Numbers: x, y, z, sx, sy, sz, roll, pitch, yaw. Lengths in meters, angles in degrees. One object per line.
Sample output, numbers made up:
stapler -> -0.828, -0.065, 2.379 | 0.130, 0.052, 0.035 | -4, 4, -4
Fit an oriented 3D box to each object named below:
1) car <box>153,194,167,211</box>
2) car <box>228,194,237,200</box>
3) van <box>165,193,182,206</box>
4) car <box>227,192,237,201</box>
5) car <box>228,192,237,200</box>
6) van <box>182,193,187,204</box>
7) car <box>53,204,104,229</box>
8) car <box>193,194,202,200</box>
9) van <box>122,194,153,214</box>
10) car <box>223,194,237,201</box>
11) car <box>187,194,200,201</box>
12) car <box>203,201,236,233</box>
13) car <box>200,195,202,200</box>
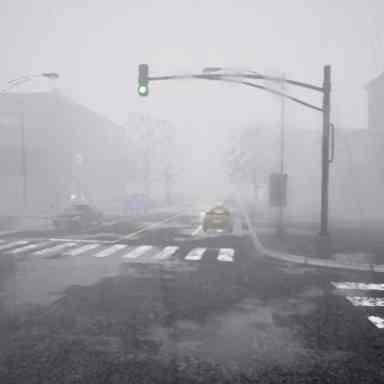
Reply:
car -> -4.505, 1.292, 36.706 | 1.887, 1.381, 4.507 | 0, 0, 8
car -> 9.736, 1.238, 79.556 | 1.887, 1.381, 4.507 | 0, 0, 8
van -> -3.020, 1.044, 47.697 | 1.690, 1.788, 3.998 | 0, 0, 8
car -> 8.995, 1.031, 74.059 | 2.192, 1.841, 5.009 | 0, 0, 8
car -> 10.478, 0.986, 85.051 | 2.192, 1.841, 5.009 | 0, 0, 8
van -> -2.277, 1.022, 53.193 | 1.690, 1.788, 3.998 | 0, 0, 8
car -> -6.730, 1.396, 20.216 | 1.802, 1.307, 4.206 | 0, 0, 8
car -> 1.430, 1.150, 80.677 | 1.802, 1.307, 4.206 | 0, 0, 8
van -> -5.245, 1.110, 31.208 | 1.690, 1.788, 3.998 | 0, 0, 8
car -> 5.284, 1.379, 46.578 | 2.008, 1.369, 4.403 | 0, 0, 8
car -> -0.054, 1.179, 69.684 | 1.947, 1.339, 4.313 | 0, 0, 8
car -> 1.597, 1.464, 19.264 | 1.752, 1.417, 4.829 | 0, 0, 8
car -> 0.689, 1.136, 75.180 | 1.887, 1.381, 4.507 | 0, 0, 8
